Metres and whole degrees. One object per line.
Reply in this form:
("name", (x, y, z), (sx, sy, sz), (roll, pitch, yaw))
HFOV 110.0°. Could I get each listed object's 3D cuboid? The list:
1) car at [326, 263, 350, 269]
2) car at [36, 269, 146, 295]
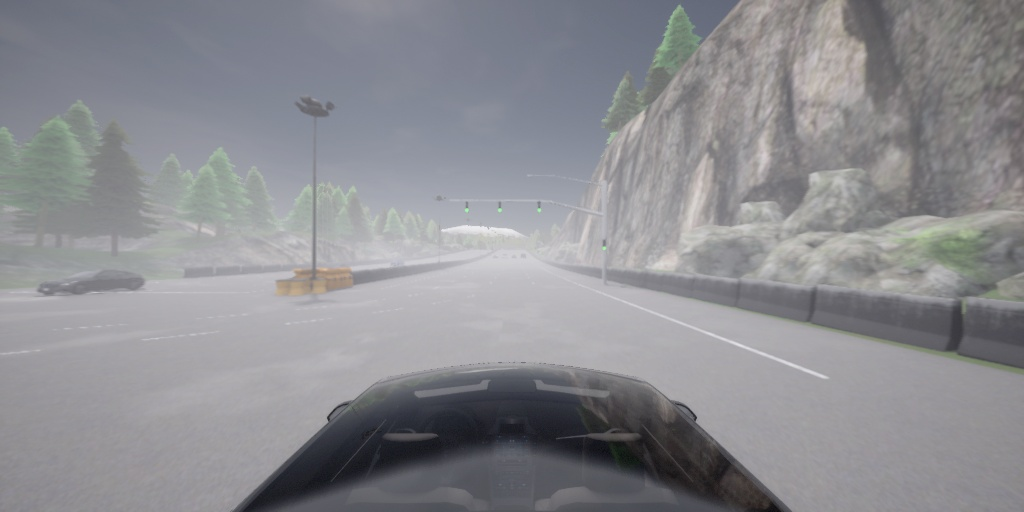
("car", (-24.387, 1.629, 50.215), (1.994, 1.385, 4.181), (0, 0, 0))
("car", (-24.511, 1.503, 21.188), (1.812, 1.442, 4.674), (0, 0, 0))
